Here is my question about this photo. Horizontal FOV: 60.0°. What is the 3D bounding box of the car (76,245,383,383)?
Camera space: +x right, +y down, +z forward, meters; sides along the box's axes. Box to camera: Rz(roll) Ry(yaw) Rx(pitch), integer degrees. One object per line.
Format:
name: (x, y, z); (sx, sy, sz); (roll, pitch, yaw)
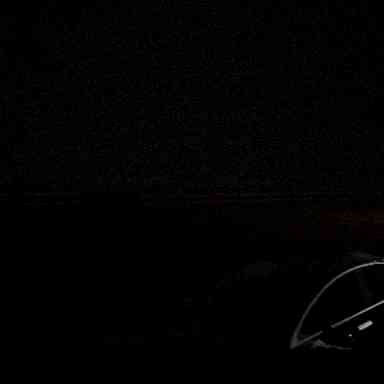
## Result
car: (1.187, 1.481, 3.906); (4.892, 1.490, 1.837); (-1, 0, -35)
